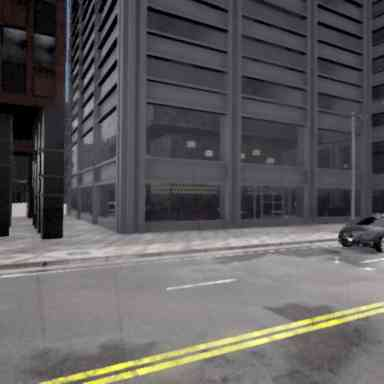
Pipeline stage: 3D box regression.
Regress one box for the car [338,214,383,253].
[{"bbox_3d":[8.758,1.776,15.083,4.892,1.490,1.837,1,-1,-28],"label":"car"}]
